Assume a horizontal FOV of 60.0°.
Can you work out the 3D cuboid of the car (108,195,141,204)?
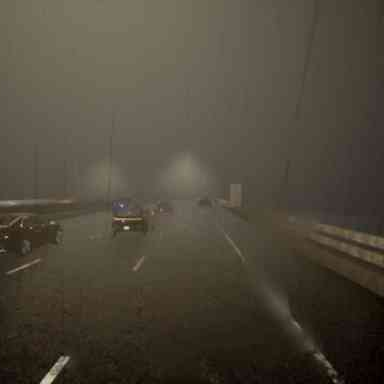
[{"bbox_3d":[-6.525,1.435,33.957,2.150,2.045,5.566,0,0,1],"label":"car"}]

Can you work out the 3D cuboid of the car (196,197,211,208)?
[{"bbox_3d":[2.237,1.728,57.268,2.097,1.767,4.553,0,0,2],"label":"car"}]

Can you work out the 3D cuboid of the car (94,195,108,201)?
[{"bbox_3d":[-16.379,1.634,61.374,2.150,2.045,5.566,0,0,3],"label":"car"}]

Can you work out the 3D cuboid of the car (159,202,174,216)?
[{"bbox_3d":[-2.981,1.752,35.900,1.812,1.442,4.674,0,0,1],"label":"car"}]

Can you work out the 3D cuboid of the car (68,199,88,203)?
[{"bbox_3d":[-19.948,1.926,59.460,1.812,1.442,4.674,0,0,2],"label":"car"}]

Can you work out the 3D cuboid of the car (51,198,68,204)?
[{"bbox_3d":[-23.445,1.879,59.435,1.882,1.535,5.008,0,0,2],"label":"car"}]

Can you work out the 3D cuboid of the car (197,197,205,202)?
[{"bbox_3d":[2.510,2.054,91.443,1.895,1.301,4.718,0,-1,3],"label":"car"}]

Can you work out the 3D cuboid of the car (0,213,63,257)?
[{"bbox_3d":[-6.829,1.586,13.291,1.837,1.490,4.892,0,0,1],"label":"car"}]

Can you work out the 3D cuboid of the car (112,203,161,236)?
[{"bbox_3d":[-3.265,1.609,19.180,2.128,1.511,4.902,0,0,1],"label":"car"}]
